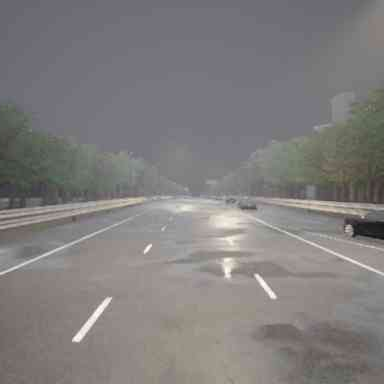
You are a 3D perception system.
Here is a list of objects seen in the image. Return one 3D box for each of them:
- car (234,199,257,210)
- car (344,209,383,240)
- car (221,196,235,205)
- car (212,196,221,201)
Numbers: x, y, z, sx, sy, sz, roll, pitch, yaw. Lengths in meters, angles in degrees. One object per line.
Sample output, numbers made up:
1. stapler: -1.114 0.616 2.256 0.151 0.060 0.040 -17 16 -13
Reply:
1. car: 7.002 1.578 42.628 1.994 1.385 4.181 0 0 0
2. car: 8.990 1.499 15.022 1.882 1.535 5.008 0 0 -11
3. car: 7.021 1.538 61.685 1.837 1.490 4.892 0 0 0
4. car: 7.132 1.785 89.525 1.994 1.385 4.181 0 -1 0
